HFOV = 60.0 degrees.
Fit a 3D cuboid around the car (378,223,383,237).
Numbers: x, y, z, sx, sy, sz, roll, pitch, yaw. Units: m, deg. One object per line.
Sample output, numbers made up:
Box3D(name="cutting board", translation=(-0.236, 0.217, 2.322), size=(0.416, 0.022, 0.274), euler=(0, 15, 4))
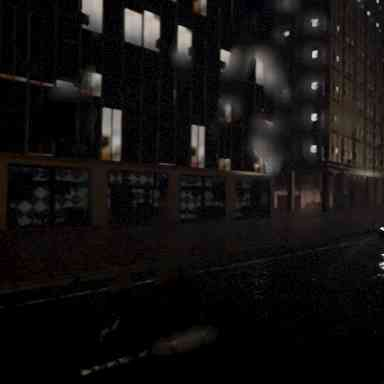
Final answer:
Box3D(name="car", translation=(10.755, 1.519, 15.665), size=(5.357, 1.411, 2.033), euler=(0, 0, -40))
